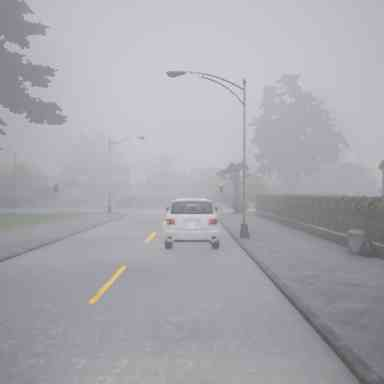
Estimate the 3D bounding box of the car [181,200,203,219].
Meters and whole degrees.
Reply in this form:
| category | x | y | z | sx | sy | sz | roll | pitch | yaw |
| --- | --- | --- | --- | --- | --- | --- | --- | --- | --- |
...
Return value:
| category | x | y | z | sx | sy | sz | roll | pitch | yaw |
| --- | --- | --- | --- | --- | --- | --- | --- | --- | --- |
| car | 0.000 | 1.532 | 29.650 | 1.812 | 1.442 | 4.674 | 0 | 0 | 0 |

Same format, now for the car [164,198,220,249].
| category | x | y | z | sx | sy | sz | roll | pitch | yaw |
| --- | --- | --- | --- | --- | --- | --- | --- | --- | --- |
| car | 0.000 | 1.257 | 14.680 | 2.150 | 2.045 | 5.566 | 0 | 0 | 0 |
